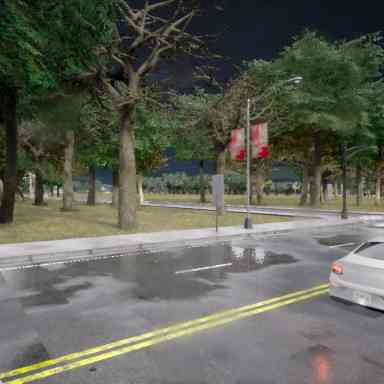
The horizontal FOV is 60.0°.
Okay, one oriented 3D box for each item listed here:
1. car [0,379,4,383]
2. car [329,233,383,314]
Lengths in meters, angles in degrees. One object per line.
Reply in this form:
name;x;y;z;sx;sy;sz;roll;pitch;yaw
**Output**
car;-3.247;1.526;1.134;4.674;1.442;1.812;0;0;-35
car;4.643;1.526;6.732;4.674;1.442;1.812;0;0;-35
